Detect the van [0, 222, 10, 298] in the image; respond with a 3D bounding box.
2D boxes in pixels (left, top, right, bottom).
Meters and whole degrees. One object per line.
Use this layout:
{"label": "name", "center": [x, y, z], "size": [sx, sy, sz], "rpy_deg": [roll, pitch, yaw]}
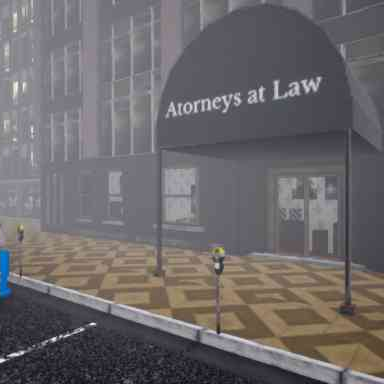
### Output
{"label": "van", "center": [-5.327, 1.341, 6.698], "size": [3.998, 1.788, 1.690], "rpy_deg": [0, 0, 36]}
